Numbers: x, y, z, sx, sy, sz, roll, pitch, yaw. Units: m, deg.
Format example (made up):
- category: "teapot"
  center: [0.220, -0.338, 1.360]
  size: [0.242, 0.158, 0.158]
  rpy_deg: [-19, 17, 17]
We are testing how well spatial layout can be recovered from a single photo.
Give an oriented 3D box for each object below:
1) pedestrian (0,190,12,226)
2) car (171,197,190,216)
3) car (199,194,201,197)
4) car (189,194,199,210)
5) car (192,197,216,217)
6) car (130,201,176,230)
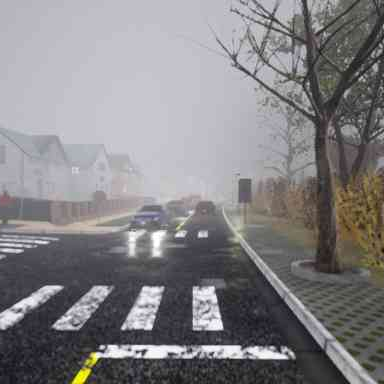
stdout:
- category: "pedestrian"
  center: [-9.524, 0.775, 16.975]
  size: [0.375, 1.860, 0.375]
  rpy_deg: [0, -3, 0]
- category: "car"
  center: [-1.543, 1.535, 33.230]
  size: [1.882, 1.535, 5.008]
  rpy_deg: [0, -1, 4]
- category: "car"
  center: [0.416, 1.415, 54.202]
  size: [2.150, 2.045, 5.566]
  rpy_deg: [0, 0, 7]
- category: "car"
  center: [-0.689, 1.471, 43.621]
  size: [2.097, 1.767, 4.553]
  rpy_deg: [0, 0, 5]
- category: "car"
  center: [1.346, 1.531, 32.507]
  size: [1.882, 1.535, 5.008]
  rpy_deg: [0, 0, 4]
- category: "car"
  center: [-2.530, 1.544, 21.583]
  size: [1.812, 1.442, 4.674]
  rpy_deg: [0, 0, 8]
